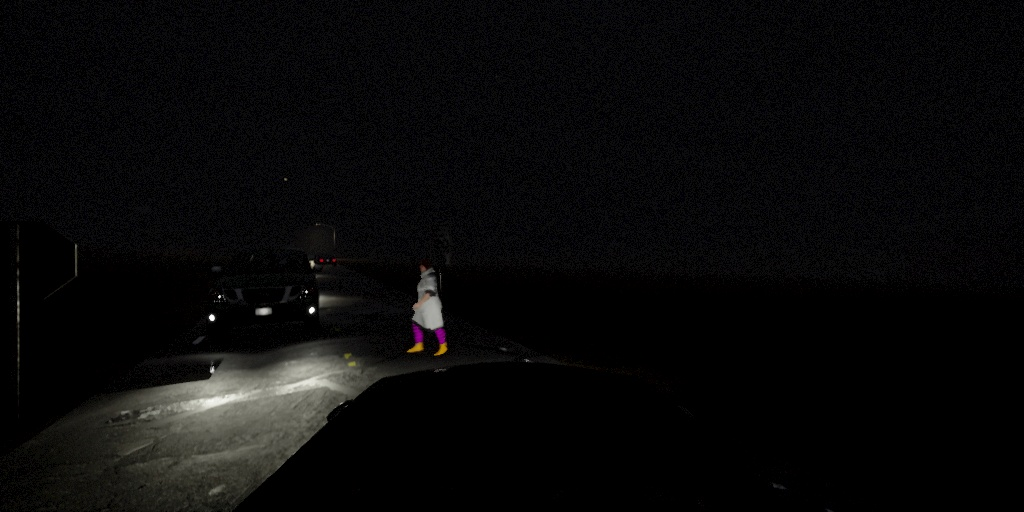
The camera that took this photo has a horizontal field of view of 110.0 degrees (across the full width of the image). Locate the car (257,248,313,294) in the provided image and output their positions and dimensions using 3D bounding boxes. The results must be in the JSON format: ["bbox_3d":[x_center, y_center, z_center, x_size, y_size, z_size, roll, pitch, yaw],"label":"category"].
[{"bbox_3d":[-11.913,0.602,19.031,2.150,2.045,5.566,-1,2,-31],"label":"car"}]

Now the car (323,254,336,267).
[{"bbox_3d":[-20.951,0.503,40.488,2.033,1.411,5.357,-1,1,-30],"label":"car"}]

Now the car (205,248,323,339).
[{"bbox_3d":[-6.752,0.799,10.134,2.150,2.045,5.566,-1,1,-30],"label":"car"}]

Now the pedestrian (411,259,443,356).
[{"bbox_3d":[-1.601,0.943,6.764,0.375,1.860,0.375,1,-2,-30],"label":"pedestrian"}]

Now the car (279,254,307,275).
[{"bbox_3d":[-18.370,0.630,30.200,1.882,1.535,5.008,-1,1,-30],"label":"car"}]
